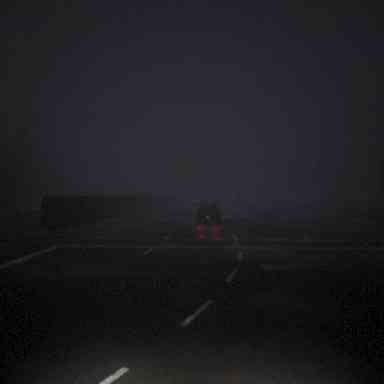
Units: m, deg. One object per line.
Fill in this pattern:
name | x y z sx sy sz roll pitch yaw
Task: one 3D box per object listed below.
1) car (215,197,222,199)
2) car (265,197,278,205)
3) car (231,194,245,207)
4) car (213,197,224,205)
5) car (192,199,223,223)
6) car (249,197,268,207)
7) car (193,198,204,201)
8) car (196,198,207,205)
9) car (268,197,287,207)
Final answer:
car | 4.495 1.846 58.265 1.895 1.301 4.718 0 0 6
car | 15.837 1.766 66.337 1.812 1.442 4.674 0 0 6
car | 7.937 1.457 57.511 2.150 2.045 5.566 0 0 6
car | 5.387 1.775 67.362 2.128 1.511 4.902 0 0 6
car | 1.382 1.605 26.525 2.128 1.511 4.902 0 0 6
car | 11.502 1.832 57.997 1.895 1.301 4.718 0 0 6
car | 1.049 1.760 58.992 1.837 1.490 4.892 0 0 6
car | 1.904 1.862 67.703 1.994 1.385 4.181 0 0 6
car | 14.901 1.767 56.796 2.033 1.411 5.357 0 0 6
